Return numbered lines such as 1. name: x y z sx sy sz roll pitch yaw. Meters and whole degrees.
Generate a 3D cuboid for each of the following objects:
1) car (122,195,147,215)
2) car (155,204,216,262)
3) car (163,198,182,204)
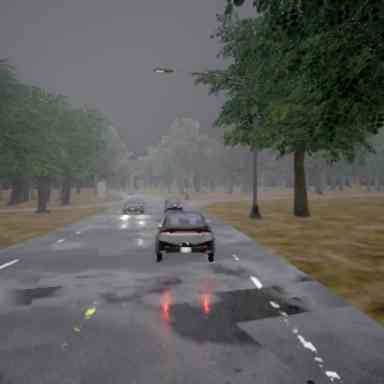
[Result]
1. car: -5.319 1.260 31.115 1.837 1.490 4.892 0 0 -5
2. car: -0.280 1.409 11.852 2.128 1.511 4.902 0 0 -3
3. car: -1.921 1.283 34.046 2.033 1.411 5.357 0 1 -6
